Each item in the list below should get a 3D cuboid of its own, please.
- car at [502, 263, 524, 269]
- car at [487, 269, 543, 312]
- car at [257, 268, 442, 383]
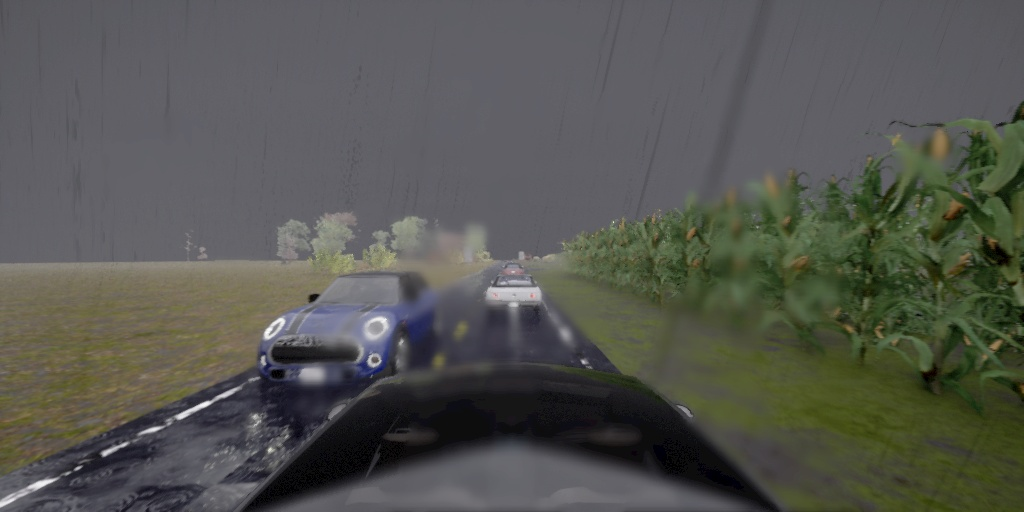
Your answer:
[{"bbox_3d":[0.097,1.346,32.005,1.994,1.385,4.181,0,0,0],"label":"car"},{"bbox_3d":[0.098,1.360,14.140,1.895,1.301,4.718,0,0,0],"label":"car"},{"bbox_3d":[-2.850,1.105,7.372,2.097,1.767,4.553,0,0,0],"label":"car"}]
